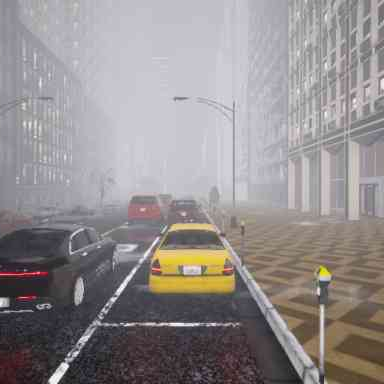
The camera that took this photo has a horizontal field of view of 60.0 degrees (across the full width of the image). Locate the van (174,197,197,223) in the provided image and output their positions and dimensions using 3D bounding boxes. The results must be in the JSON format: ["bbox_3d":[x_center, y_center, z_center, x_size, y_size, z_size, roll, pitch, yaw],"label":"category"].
[{"bbox_3d":[-0.465,1.336,26.356,1.690,1.788,3.998,-1,0,0],"label":"van"}]

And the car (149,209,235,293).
[{"bbox_3d":[0.004,1.455,8.841,1.801,1.575,5.366,0,0,0],"label":"car"}]

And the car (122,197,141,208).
[{"bbox_3d":[-8.843,1.541,49.090,2.008,1.369,4.403,-1,0,0],"label":"car"}]

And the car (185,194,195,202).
[{"bbox_3d":[-0.465,1.298,77.509,2.192,1.841,5.009,-1,0,0],"label":"car"}]

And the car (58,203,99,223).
[{"bbox_3d":[-8.843,1.577,26.356,1.802,1.307,4.206,-1,0,0],"label":"car"}]

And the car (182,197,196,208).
[{"bbox_3d":[-0.463,1.541,49.090,2.008,1.369,4.403,-1,0,0],"label":"car"}]

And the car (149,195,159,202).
[{"bbox_3d":[-8.843,1.508,77.339,1.752,1.417,4.829,-1,0,0],"label":"car"}]

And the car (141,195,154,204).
[{"bbox_3d":[-8.845,1.426,66.141,1.967,1.590,4.097,-1,0,0],"label":"car"}]

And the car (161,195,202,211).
[{"bbox_3d":[-0.465,1.311,20.672,2.192,1.841,5.009,-1,0,0],"label":"car"}]

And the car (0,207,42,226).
[{"bbox_3d":[-8.843,1.542,14.989,1.887,1.381,4.507,-1,0,0],"label":"car"}]

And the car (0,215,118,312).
[{"bbox_3d":[-3.047,1.503,7.689,1.837,1.490,4.892,0,0,0],"label":"car"}]

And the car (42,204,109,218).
[{"bbox_3d":[-6.246,1.560,18.326,1.994,1.385,4.181,0,0,0],"label":"car"}]

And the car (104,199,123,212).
[{"bbox_3d":[-8.844,1.544,37.723,2.008,1.369,4.403,-1,0,0],"label":"car"}]

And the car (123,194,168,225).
[{"bbox_3d":[-3.158,1.216,23.899,2.150,2.045,5.566,0,0,0],"label":"car"}]

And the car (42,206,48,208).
[{"bbox_3d":[-8.844,1.547,20.672,2.008,1.369,4.403,-1,0,0],"label":"car"}]

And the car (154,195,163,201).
[{"bbox_3d":[-8.844,1.545,88.876,1.947,1.339,4.313,-1,0,0],"label":"car"}]

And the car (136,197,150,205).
[{"bbox_3d":[-8.843,1.569,60.458,1.802,1.307,4.206,-1,0,0],"label":"car"}]
